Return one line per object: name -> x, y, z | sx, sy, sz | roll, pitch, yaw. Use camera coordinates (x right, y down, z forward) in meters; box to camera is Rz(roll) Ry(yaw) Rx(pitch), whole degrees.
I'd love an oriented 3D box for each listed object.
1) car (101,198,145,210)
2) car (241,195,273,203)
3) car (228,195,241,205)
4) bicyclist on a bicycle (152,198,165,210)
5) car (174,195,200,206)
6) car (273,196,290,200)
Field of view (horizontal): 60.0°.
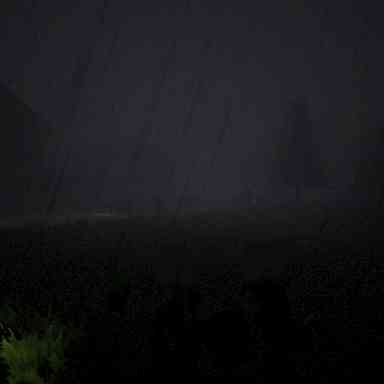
car -> -6.237, 1.232, 30.502 | 1.994, 1.385, 4.181 | 1, 0, 35
car -> 8.938, 1.224, 45.526 | 1.812, 1.442, 4.674 | 1, 0, 36
car -> 7.099, 1.175, 49.109 | 1.837, 1.490, 4.892 | 1, 0, 36
bicyclist on a bicycle -> -2.376, 1.236, 23.645 | 1.656, 1.620, 0.582 | 4, 2, 35
car -> -0.592, 1.098, 43.383 | 1.816, 1.474, 4.193 | 7, 4, 33
car -> 14.606, 1.298, 53.573 | 1.895, 1.301, 4.718 | 1, 0, 35
